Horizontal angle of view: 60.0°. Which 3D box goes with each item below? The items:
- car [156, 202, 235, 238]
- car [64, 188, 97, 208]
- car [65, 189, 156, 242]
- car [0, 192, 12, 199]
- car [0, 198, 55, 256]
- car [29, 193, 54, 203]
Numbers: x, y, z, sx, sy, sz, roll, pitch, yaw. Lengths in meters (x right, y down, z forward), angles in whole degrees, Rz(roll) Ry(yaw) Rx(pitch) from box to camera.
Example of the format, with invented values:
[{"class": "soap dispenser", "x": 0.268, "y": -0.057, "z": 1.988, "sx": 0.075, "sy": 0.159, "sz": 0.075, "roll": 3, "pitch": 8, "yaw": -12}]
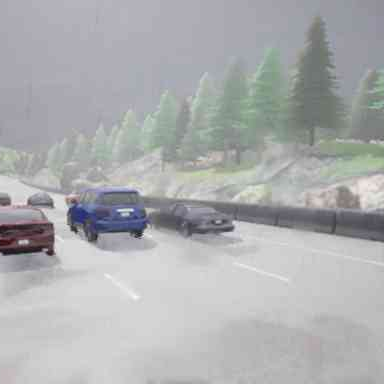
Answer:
[{"class": "car", "x": -0.257, "y": 1.189, "z": 15.415, "sx": 2.033, "sy": 1.411, "sz": 5.357, "roll": -1, "pitch": 2, "yaw": -32}, {"class": "car", "x": -11.187, "y": 0.556, "z": 33.189, "sx": 2.097, "sy": 1.767, "sz": 4.553, "roll": -1, "pitch": 2, "yaw": -32}, {"class": "car", "x": -3.871, "y": 0.871, "z": 14.606, "sx": 2.150, "sy": 2.045, "sz": 5.566, "roll": -1, "pitch": 2, "yaw": -32}, {"class": "car", "x": -17.059, "y": 0.780, "z": 29.379, "sx": 1.837, "sy": 1.490, "sz": 4.892, "roll": -1, "pitch": 1, "yaw": -32}, {"class": "car", "x": -5.995, "y": 1.196, "z": 11.383, "sx": 1.882, "sy": 1.535, "sz": 5.008, "roll": -1, "pitch": 2, "yaw": -32}, {"class": "car", "x": -14.707, "y": 0.780, "z": 32.235, "sx": 1.994, "sy": 1.385, "sz": 4.181, "roll": -1, "pitch": 2, "yaw": -32}]
